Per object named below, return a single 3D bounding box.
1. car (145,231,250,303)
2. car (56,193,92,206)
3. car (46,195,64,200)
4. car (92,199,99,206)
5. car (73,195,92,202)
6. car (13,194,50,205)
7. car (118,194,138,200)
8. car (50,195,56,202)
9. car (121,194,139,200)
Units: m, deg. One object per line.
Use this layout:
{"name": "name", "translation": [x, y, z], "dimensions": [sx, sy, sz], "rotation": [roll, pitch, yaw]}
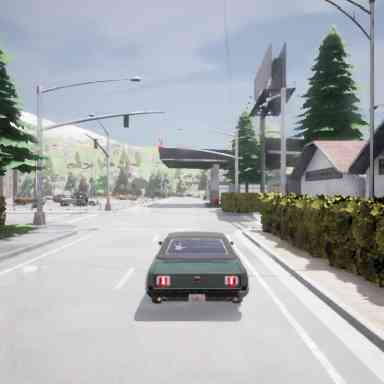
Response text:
{"name": "car", "translation": [0.100, 1.601, 8.130], "dimensions": [1.895, 1.301, 4.718], "rotation": [0, 0, 0]}
{"name": "car", "translation": [-16.743, 1.077, 47.319], "dimensions": [3.866, 1.878, 1.905], "rotation": [0, 0, 0]}
{"name": "car", "translation": [-35.046, 1.384, 84.953], "dimensions": [3.806, 1.475, 1.970], "rotation": [0, 0, 0]}
{"name": "car", "translation": [-16.149, 1.361, 50.647], "dimensions": [3.806, 1.475, 1.970], "rotation": [0, 0, 0]}
{"name": "car", "translation": [-23.992, 1.319, 73.018], "dimensions": [3.633, 1.501, 1.845], "rotation": [0, 0, 0]}
{"name": "car", "translation": [-24.628, 1.097, 50.565], "dimensions": [4.605, 1.855, 1.932], "rotation": [0, 0, 0]}
{"name": "car", "translation": [-16.380, 1.330, 84.904], "dimensions": [5.027, 1.636, 2.152], "rotation": [0, 0, 0]}
{"name": "car", "translation": [-23.982, 1.298, 63.025], "dimensions": [4.514, 1.523, 2.007], "rotation": [0, 0, 0]}
{"name": "car", "translation": [-16.449, 1.339, 88.040], "dimensions": [4.514, 1.523, 2.007], "rotation": [0, 0, 0]}
